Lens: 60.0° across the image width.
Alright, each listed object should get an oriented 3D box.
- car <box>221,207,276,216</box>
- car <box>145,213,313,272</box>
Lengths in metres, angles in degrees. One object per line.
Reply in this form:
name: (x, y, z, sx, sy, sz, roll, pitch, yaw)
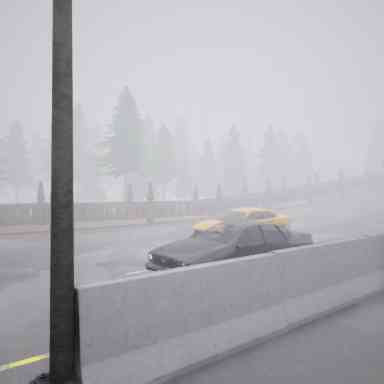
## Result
car: (2.296, 1.456, 14.613, 5.008, 1.535, 1.882, -1, 1, -38)
car: (1.374, 1.549, 9.492, 5.357, 1.411, 2.033, 0, 0, -38)
